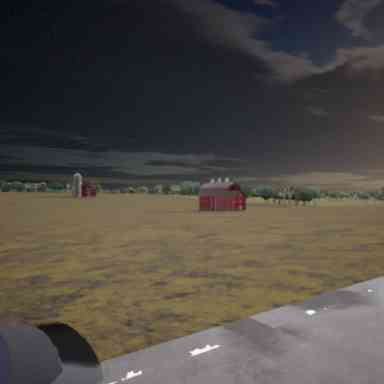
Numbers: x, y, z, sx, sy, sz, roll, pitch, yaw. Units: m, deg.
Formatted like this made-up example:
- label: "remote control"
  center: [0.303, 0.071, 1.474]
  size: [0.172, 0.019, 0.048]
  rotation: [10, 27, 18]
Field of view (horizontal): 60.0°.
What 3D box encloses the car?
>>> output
- label: "car"
  center: [-2.698, 1.492, 1.148]
  size: [4.902, 1.511, 2.128]
  rotation: [0, 0, -35]
